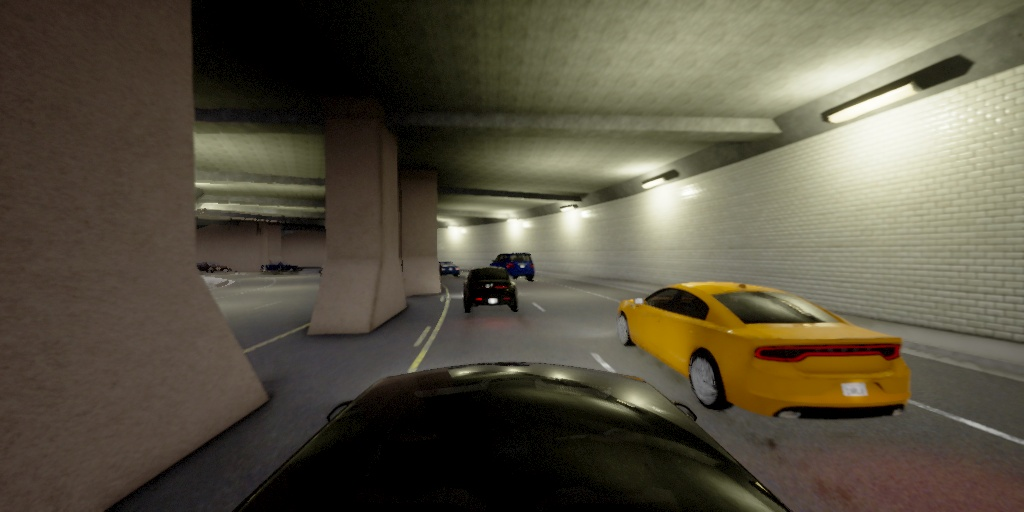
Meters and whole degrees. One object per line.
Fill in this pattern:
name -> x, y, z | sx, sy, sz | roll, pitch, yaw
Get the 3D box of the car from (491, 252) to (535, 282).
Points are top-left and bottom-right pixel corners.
car -> -0.148, 0.765, 26.025 | 2.150, 2.045, 5.566 | 0, 0, -18

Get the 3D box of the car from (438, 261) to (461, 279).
car -> -6.208, 1.102, 31.345 | 2.033, 1.411, 5.357 | -1, 1, -29

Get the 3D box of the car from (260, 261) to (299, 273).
car -> -27.073, 1.259, 41.833 | 4.718, 1.301, 1.895 | 0, 1, 27

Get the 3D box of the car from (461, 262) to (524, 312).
car -> -0.934, 1.161, 13.761 | 1.837, 1.490, 4.892 | 0, 0, -8

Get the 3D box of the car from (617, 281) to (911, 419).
car -> 3.326, 1.160, 6.051 | 1.882, 1.535, 5.008 | 0, 0, -2

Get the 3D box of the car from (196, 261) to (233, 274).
car -> -34.703, 1.282, 41.040 | 5.357, 1.411, 2.033 | 0, 0, 17
